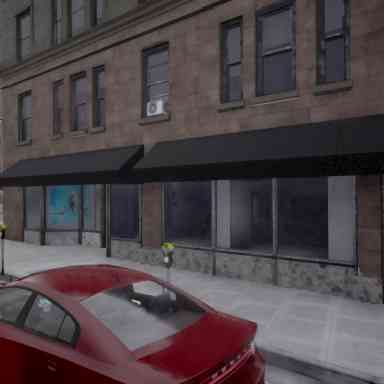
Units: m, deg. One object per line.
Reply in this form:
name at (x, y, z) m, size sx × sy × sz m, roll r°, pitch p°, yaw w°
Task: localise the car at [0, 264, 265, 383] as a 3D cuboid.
car at (-1.416, 1.545, 3.876) m, size 4.507 × 1.381 × 1.887 m, roll 0°, pitch 0°, yaw 36°
